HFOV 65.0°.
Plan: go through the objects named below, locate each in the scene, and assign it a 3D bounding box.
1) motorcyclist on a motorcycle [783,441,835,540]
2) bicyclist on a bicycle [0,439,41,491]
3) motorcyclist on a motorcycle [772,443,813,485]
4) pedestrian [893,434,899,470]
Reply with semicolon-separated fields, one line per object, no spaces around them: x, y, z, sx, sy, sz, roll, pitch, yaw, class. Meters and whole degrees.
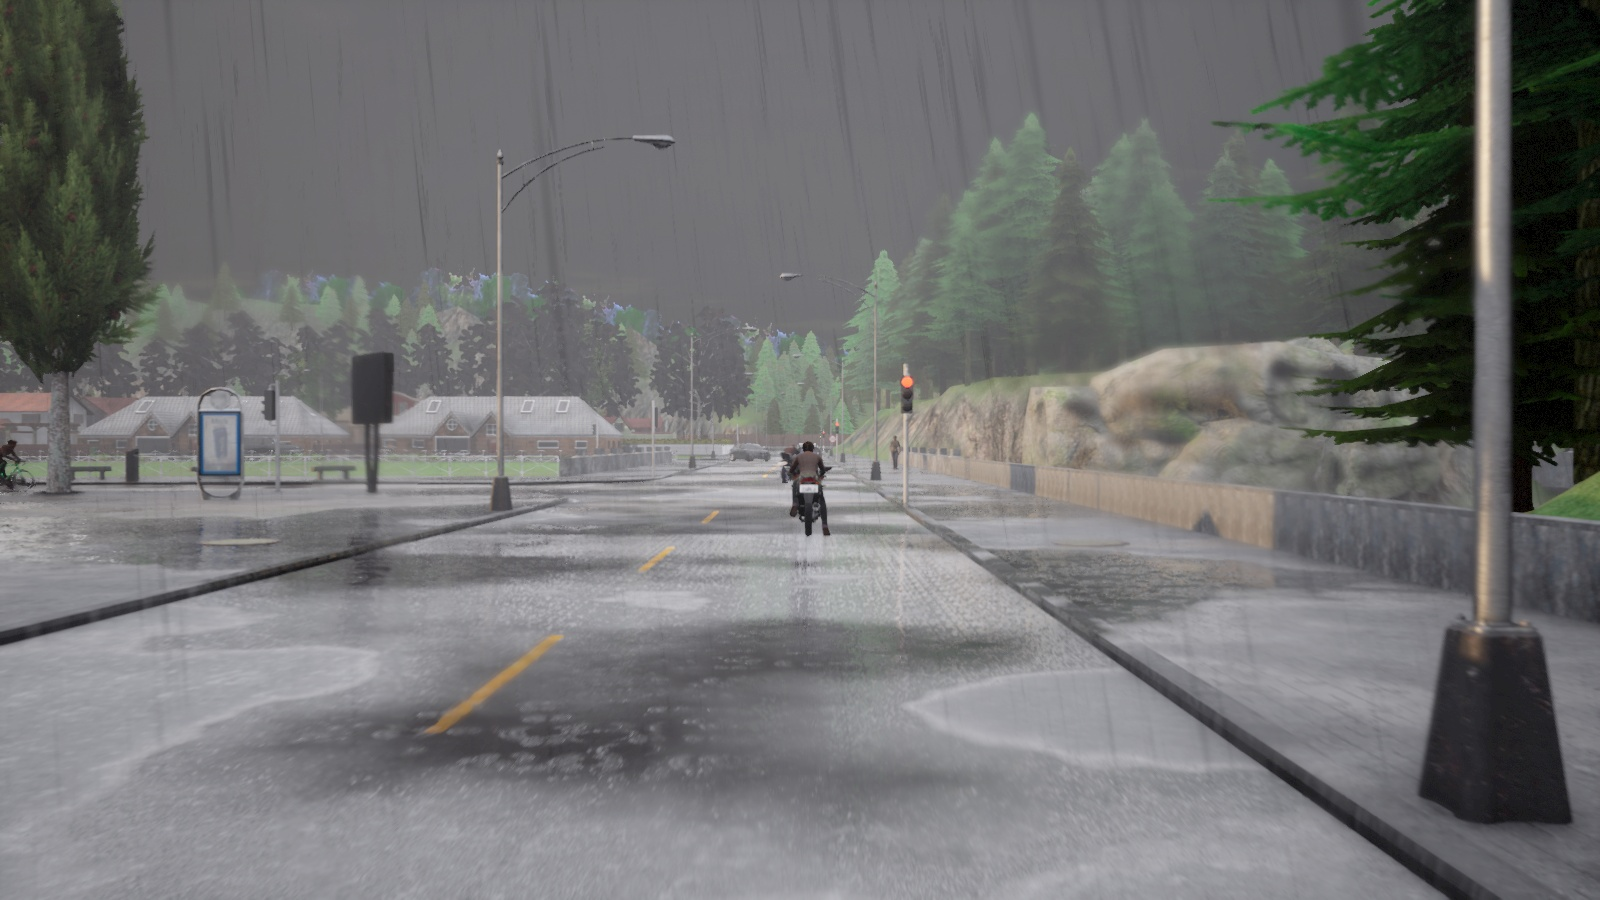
0.133;0.615;20.255;0.797;1.523;2.044;0;0;0;motorcyclist on a motorcycle
-24.611;0.459;39.058;1.656;1.620;0.582;0;0;0;bicyclist on a bicycle
-0.256;0.516;47.117;0.866;1.530;2.191;-1;0;18;motorcyclist on a motorcycle
4.879;0.100;63.866;0.328;1.805;0.869;0;0;4;pedestrian
